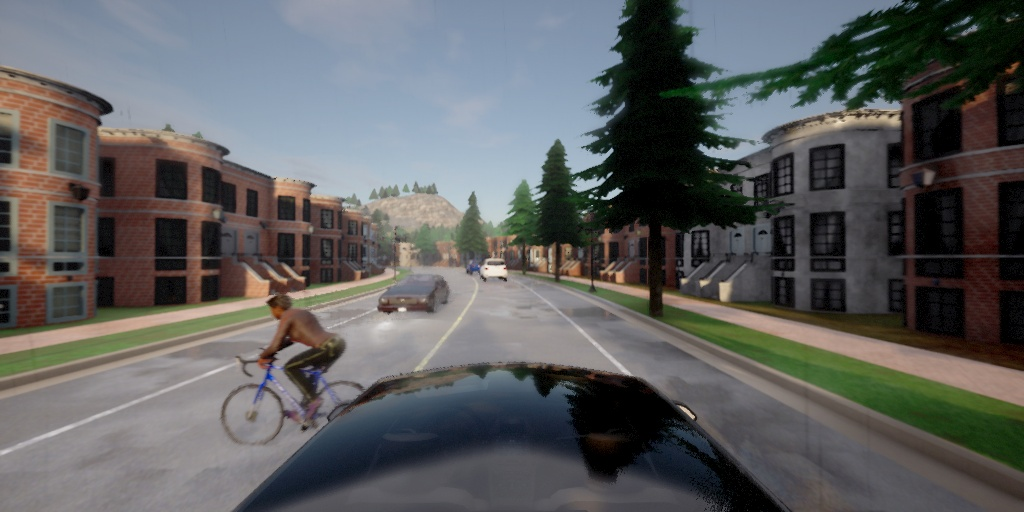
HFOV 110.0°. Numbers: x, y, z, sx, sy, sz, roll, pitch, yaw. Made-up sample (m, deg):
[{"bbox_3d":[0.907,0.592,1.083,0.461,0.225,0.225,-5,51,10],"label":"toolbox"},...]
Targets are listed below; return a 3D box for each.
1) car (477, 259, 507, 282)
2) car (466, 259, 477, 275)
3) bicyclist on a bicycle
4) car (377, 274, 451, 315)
[{"bbox_3d":[-1.802,1.307,33.939,2.150,2.045,5.566,0,0,-9],"label":"car"},{"bbox_3d":[-4.843,1.455,48.301,2.150,2.045,5.566,0,-1,-15],"label":"car"},{"bbox_3d":[-2.303,1.227,3.839,1.656,1.620,0.582,-2,-1,0],"label":"bicyclist on a bicycle"},{"bbox_3d":[-3.696,1.432,14.618,2.033,1.411,5.357,0,-1,-1],"label":"car"}]
